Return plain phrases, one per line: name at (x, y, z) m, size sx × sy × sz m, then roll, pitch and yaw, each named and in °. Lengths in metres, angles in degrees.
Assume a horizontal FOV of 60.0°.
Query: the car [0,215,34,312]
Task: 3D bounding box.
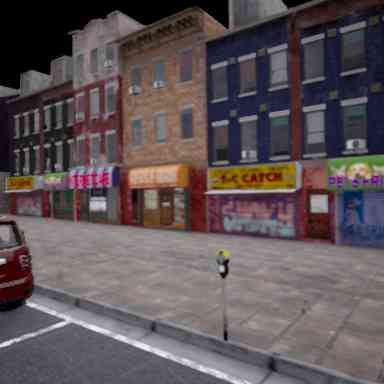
car at (-5.082, 1.301, 6.465) m, size 5.009 × 1.841 × 2.192 m, roll 0°, pitch -1°, yaw 36°
